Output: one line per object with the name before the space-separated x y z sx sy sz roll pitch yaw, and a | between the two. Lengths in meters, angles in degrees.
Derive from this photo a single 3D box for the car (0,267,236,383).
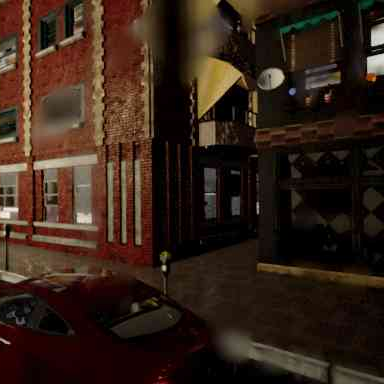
car | -1.515 1.582 3.934 4.206 1.307 1.802 0 -1 36
